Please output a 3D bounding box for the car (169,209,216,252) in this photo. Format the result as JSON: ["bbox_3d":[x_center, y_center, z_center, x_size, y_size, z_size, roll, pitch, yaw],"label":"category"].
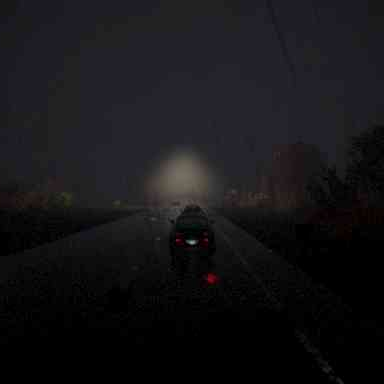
[{"bbox_3d":[0.010,1.668,14.396,1.812,1.442,4.674,0,0,0],"label":"car"}]

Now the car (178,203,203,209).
[{"bbox_3d":[0.016,1.856,29.296,1.994,1.385,4.181,0,-1,0],"label":"car"}]

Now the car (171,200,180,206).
[{"bbox_3d":[-3.533,2.326,70.987,1.895,1.301,4.718,0,-1,0],"label":"car"}]
